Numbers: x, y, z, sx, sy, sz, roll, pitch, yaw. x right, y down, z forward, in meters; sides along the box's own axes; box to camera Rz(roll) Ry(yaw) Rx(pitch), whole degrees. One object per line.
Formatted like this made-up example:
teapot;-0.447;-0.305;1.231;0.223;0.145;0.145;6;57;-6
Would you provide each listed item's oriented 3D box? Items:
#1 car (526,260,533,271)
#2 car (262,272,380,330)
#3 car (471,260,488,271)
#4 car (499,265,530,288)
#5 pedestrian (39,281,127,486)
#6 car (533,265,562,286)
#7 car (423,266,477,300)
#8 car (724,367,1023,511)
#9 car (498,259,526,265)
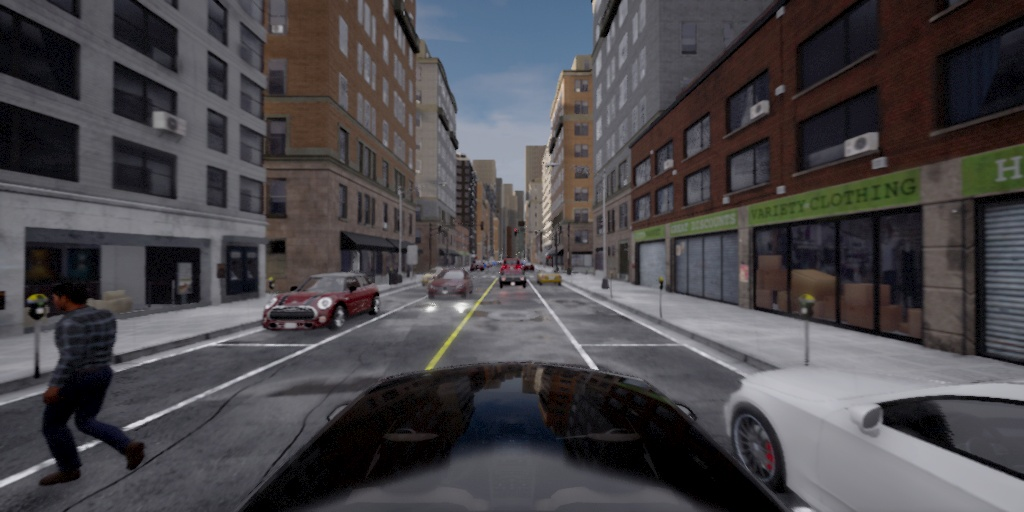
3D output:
car;2.799;1.819;60.053;1.888;1.381;4.507;0;0;0
car;-5.678;1.271;11.171;1.967;1.591;4.097;0;0;0
car;-5.727;1.589;60.045;2.192;1.841;5.009;0;0;0
car;0.057;1.560;25.704;1.895;1.301;4.718;0;-1;0
pedestrian;-3.868;1.058;3.212;0.375;1.860;0.375;0;0;-10
car;2.831;1.503;27.926;1.751;1.417;4.829;0;0;0
car;-3.115;1.425;18.953;1.812;1.442;4.674;0;0;0
car;2.999;1.276;1.591;1.812;1.442;4.674;0;0;0
car;-0.034;1.273;35.940;2.150;2.045;5.566;0;-1;0
